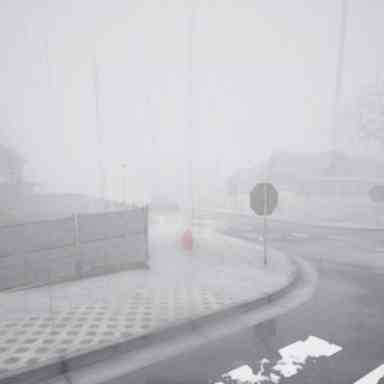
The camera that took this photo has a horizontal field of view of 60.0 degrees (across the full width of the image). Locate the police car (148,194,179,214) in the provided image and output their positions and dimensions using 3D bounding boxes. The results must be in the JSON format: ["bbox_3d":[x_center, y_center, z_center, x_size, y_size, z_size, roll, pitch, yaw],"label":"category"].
[{"bbox_3d":[-2.599,1.024,29.913,1.930,1.638,5.238,0,1,-20],"label":"police car"}]
